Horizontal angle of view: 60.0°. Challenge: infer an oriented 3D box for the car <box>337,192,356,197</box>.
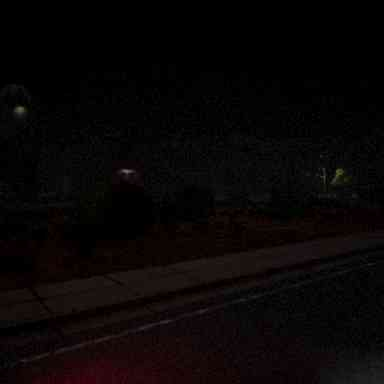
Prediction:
[{"bbox_3d":[39.029,0.636,83.998,1.812,1.442,4.674,-1,0,-38],"label":"car"}]
